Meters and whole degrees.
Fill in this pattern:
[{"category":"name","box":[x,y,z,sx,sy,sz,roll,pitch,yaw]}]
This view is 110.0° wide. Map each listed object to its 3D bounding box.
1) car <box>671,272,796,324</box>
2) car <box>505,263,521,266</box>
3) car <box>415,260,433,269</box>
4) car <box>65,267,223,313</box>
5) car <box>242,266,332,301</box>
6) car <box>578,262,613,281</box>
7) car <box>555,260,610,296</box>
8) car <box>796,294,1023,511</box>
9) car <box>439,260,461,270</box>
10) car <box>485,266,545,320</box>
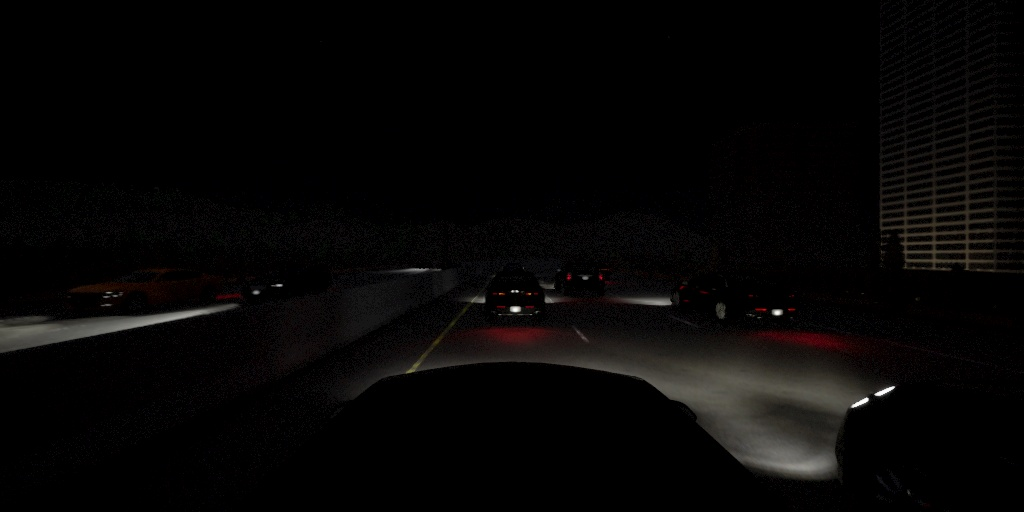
[{"category":"car","box":[7.098,1.257,12.008,1.837,1.490,4.892,0,0,0]},{"category":"car","box":[0.095,1.304,30.817,2.033,1.411,5.357,0,0,0]},{"category":"car","box":[-14.049,1.364,57.492,1.895,1.301,4.718,0,0,1]},{"category":"car","box":[-14.101,1.231,14.208,1.882,1.535,5.008,0,0,0]},{"category":"car","box":[-10.601,1.246,17.309,2.128,1.511,4.902,0,0,0]},{"category":"car","box":[7.095,1.261,30.978,1.837,1.490,4.892,0,0,0]},{"category":"car","box":[3.597,1.106,19.690,2.097,1.767,4.553,0,0,0]},{"category":"car","box":[3.590,1.102,0.909,2.097,1.767,4.553,0,0,0]},{"category":"car","box":[-7.093,1.323,42.425,1.994,1.385,4.181,0,0,0]},{"category":"car","box":[0.098,1.257,12.564,1.837,1.490,4.892,0,0,0]}]
